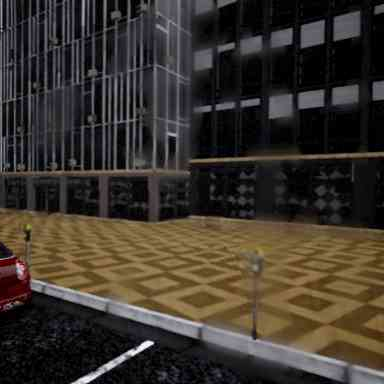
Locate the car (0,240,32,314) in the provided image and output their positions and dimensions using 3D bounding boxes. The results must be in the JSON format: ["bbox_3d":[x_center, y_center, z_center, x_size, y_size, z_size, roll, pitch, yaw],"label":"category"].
[{"bbox_3d":[-4.846,1.385,6.108,4.097,1.590,1.967,0,2,34],"label":"car"}]
